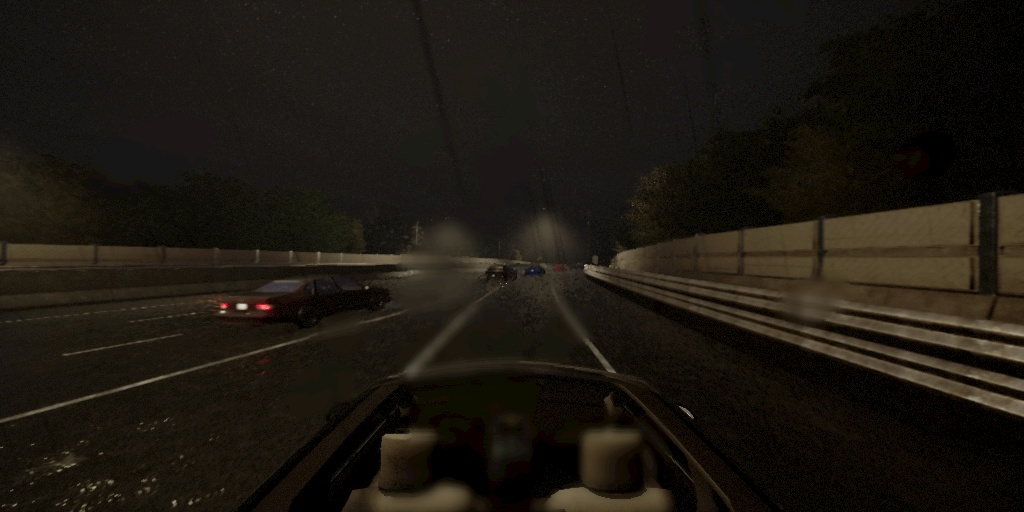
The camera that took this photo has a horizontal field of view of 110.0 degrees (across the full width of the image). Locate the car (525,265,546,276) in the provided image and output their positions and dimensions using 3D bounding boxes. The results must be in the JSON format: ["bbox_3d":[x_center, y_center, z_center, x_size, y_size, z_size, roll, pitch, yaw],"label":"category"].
[{"bbox_3d":[2.954,1.755,45.024,1.994,1.385,4.181,0,-1,15],"label":"car"}]

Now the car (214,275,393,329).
[{"bbox_3d":[-5.999,1.285,11.237,2.033,1.411,5.357,-1,0,15],"label":"car"}]

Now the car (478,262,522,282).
[{"bbox_3d":[-0.848,1.381,30.649,2.128,1.511,4.902,0,-1,15],"label":"car"}]
